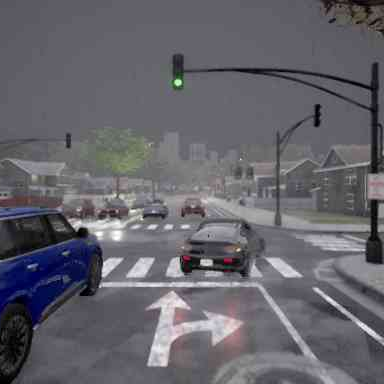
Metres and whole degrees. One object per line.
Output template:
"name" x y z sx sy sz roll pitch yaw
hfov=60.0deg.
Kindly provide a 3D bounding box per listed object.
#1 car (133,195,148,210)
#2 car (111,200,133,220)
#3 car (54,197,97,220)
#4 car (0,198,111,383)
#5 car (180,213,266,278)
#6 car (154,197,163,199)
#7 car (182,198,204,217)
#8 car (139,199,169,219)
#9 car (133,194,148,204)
"car" -6.592 1.509 43.572 1.837 1.490 4.892 0 1 0
"car" -6.603 1.611 28.348 1.895 1.301 4.718 0 0 0
"car" -9.851 1.364 28.605 2.097 1.767 4.553 0 0 0
"car" -3.151 1.226 5.469 2.150 2.045 5.566 0 0 0
"car" 1.040 1.533 10.215 1.812 1.442 4.674 0 0 17
"car" -6.512 1.596 63.705 1.895 1.301 4.718 0 0 0
"car" 0.095 1.362 32.016 2.097 1.767 4.553 0 0 0
"car" -3.154 1.575 29.337 1.994 1.385 4.181 0 0 0
"car" -9.764 1.345 63.536 2.097 1.767 4.553 0 0 0
